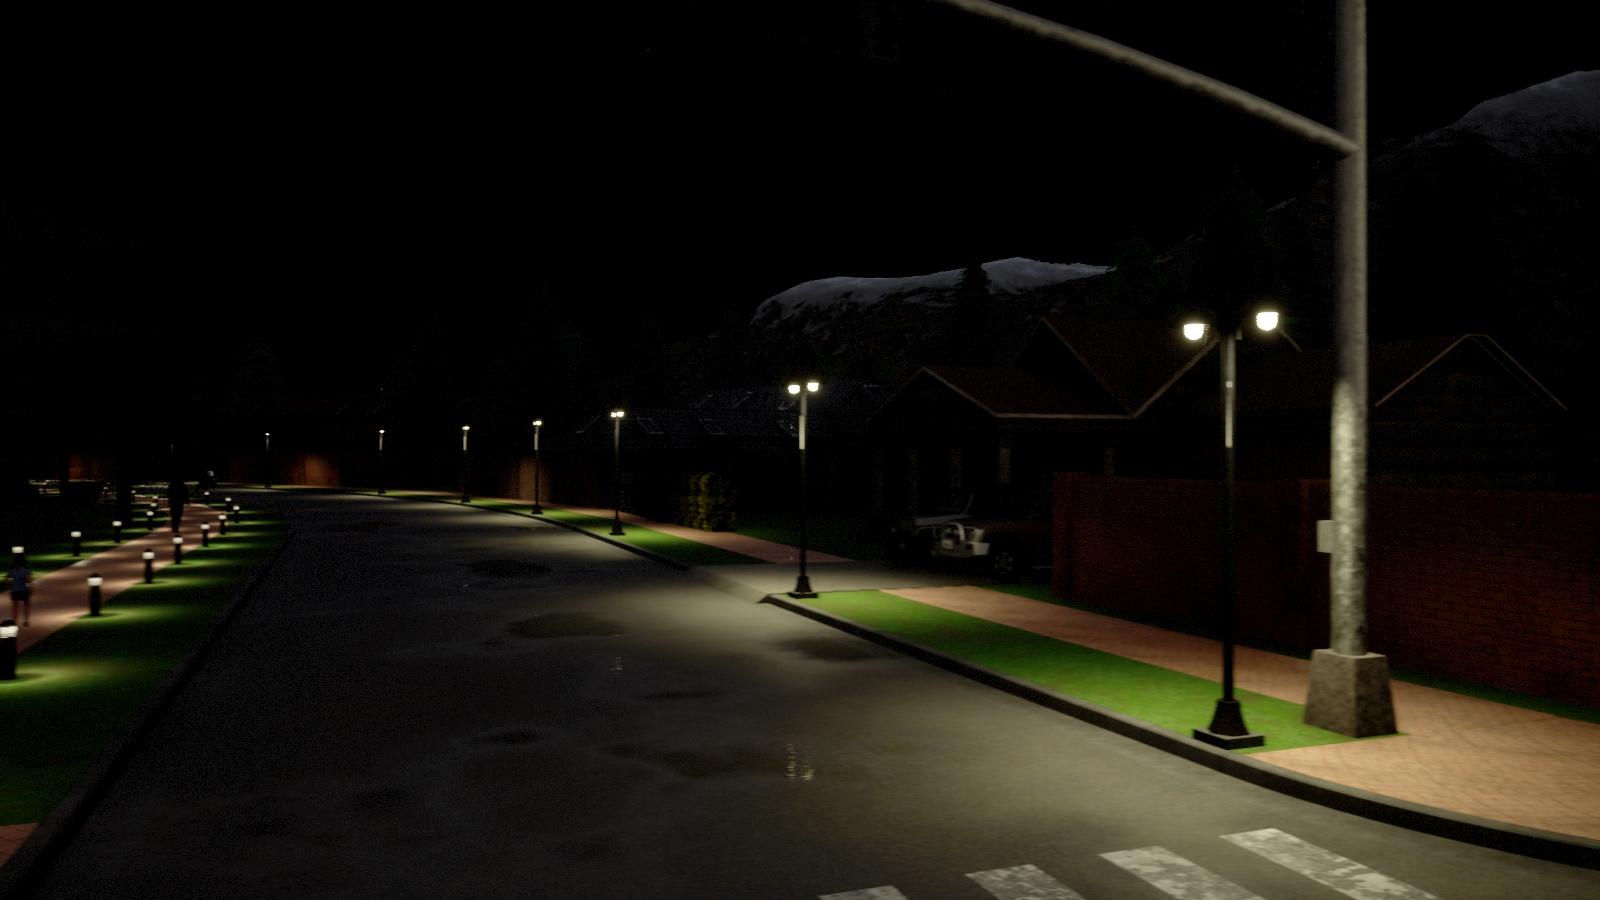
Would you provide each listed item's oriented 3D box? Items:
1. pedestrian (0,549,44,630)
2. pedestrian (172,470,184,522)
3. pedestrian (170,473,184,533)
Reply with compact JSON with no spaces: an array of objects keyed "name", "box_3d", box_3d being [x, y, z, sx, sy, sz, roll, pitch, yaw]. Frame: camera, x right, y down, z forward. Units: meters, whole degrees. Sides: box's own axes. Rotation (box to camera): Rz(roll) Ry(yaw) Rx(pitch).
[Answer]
[{"name":"pedestrian","box_3d":[-11.448,2.040,16.791,0.500,1.100,0.500,0,0,-27]},{"name":"pedestrian","box_3d":[-22.528,1.659,41.374,0.375,1.860,0.375,0,0,-29]},{"name":"pedestrian","box_3d":[-19.494,1.662,35.742,0.375,1.860,0.375,0,0,-28]}]
